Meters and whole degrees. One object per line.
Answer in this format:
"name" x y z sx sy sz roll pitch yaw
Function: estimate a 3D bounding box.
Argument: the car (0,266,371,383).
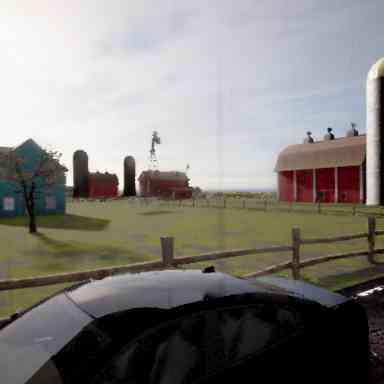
"car" -0.506 1.477 2.715 5.008 1.535 1.882 0 0 -36
